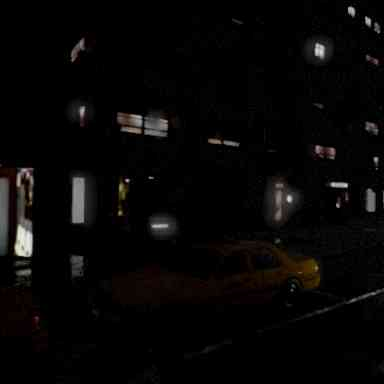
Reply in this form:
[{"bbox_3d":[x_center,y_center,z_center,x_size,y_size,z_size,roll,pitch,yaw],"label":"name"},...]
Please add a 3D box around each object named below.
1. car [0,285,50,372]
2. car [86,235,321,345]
[{"bbox_3d":[-4.032,1.514,3.206,4.829,1.417,1.752,1,0,-35],"label":"car"},{"bbox_3d":[0.510,1.557,6.420,4.829,1.417,1.752,1,0,-35],"label":"car"}]
